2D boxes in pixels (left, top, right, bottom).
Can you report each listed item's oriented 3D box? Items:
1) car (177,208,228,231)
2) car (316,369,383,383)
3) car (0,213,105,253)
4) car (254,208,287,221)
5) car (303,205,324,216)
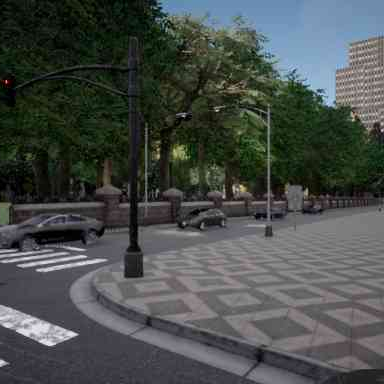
[{"bbox_3d":[0.855,1.951,24.394,1.837,1.490,4.892,0,-1,35],"label":"car"},{"bbox_3d":[2.508,1.551,1.174,4.403,1.369,2.008,0,0,36],"label":"car"},{"bbox_3d":[-6.269,1.699,14.955,2.128,1.511,4.902,0,-1,40],"label":"car"},{"bbox_3d":[8.213,2.314,34.812,1.895,1.301,4.718,0,-1,35],"label":"car"},{"bbox_3d":[17.398,2.563,47.666,1.882,1.535,5.008,0,-1,35],"label":"car"}]
